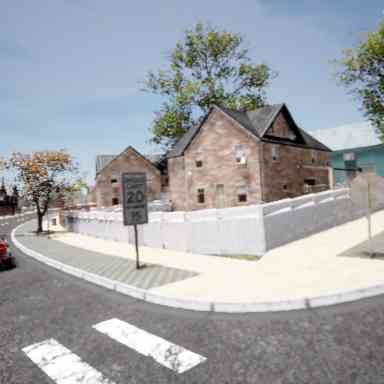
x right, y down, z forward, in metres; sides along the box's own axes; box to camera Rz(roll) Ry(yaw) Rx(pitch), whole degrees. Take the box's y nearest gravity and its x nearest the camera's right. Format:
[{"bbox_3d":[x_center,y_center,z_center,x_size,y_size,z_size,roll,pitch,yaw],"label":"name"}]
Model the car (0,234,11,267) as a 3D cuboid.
[{"bbox_3d":[-8.542,2.278,13.532,1.812,1.442,4.674,-3,-1,-33],"label":"car"}]
